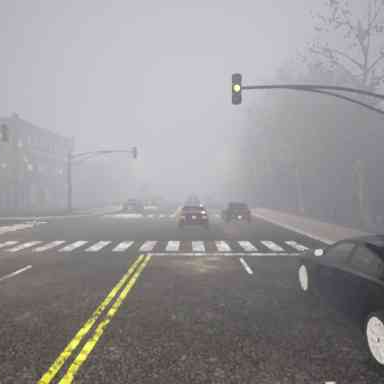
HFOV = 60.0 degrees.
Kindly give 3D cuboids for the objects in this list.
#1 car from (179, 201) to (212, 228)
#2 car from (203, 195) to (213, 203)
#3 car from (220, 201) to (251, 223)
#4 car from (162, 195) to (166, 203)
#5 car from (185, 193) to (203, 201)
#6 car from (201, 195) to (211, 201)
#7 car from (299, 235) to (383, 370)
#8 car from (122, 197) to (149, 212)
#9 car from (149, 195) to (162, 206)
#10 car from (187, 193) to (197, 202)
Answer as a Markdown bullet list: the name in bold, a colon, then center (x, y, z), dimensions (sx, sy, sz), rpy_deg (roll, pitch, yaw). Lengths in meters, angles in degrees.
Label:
- **car**: center (0.114, 1.536, 21.929), dimensions (2.033, 1.411, 5.357), rpy_deg (0, 0, 0)
- **car**: center (3.284, 1.447, 68.506), dimensions (2.128, 1.511, 4.902), rpy_deg (0, 0, 0)
- **car**: center (3.364, 1.491, 25.761), dimensions (1.837, 1.490, 4.892), rpy_deg (0, 0, 0)
- **car**: center (-6.463, 1.431, 68.764), dimensions (1.882, 1.535, 5.008), rpy_deg (0, 0, 0)
- **car**: center (0.125, 1.323, 47.058), dimensions (2.097, 1.767, 4.553), rpy_deg (0, 0, 0)
- **car**: center (3.290, 1.332, 78.926), dimensions (1.994, 1.385, 4.181), rpy_deg (0, 0, 0)
- **car**: center (3.345, 1.475, 5.680), dimensions (1.882, 1.535, 5.008), rpy_deg (0, 0, 1)
- **car**: center (-6.571, 1.470, 37.630), dimensions (2.128, 1.511, 4.902), rpy_deg (0, 0, 0)
- **car**: center (-6.544, 1.458, 53.226), dimensions (2.128, 1.511, 4.902), rpy_deg (0, 0, 0)
- **car**: center (0.040, 1.172, 78.960), dimensions (2.150, 2.045, 5.566), rpy_deg (0, 0, 0)
